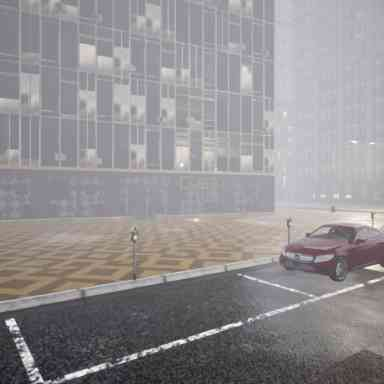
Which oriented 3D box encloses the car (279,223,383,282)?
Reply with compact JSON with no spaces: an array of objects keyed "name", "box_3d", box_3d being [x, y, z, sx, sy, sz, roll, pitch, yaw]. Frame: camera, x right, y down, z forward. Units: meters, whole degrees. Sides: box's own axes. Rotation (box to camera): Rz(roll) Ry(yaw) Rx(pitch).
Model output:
[{"name":"car","box_3d":[4.361,1.579,9.684,4.206,1.307,1.802,0,0,-36]}]
